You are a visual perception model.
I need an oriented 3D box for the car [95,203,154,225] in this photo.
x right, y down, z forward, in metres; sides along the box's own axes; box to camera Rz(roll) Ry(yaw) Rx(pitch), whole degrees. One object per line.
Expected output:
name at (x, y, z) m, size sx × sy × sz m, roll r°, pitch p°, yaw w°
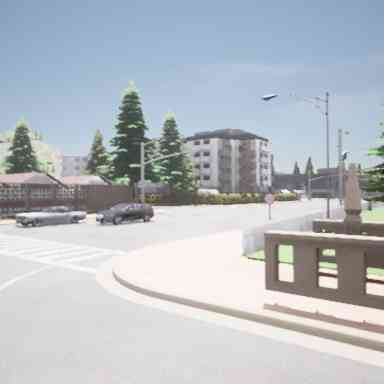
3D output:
car at (-4.976, 1.620, 25.138) m, size 2.128 × 1.511 × 4.902 m, roll -1°, pitch 0°, yaw 38°

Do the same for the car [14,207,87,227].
car at (-10.175, 1.755, 24.135) m, size 1.895 × 1.301 × 4.718 m, roll -1°, pitch 0°, yaw 38°
